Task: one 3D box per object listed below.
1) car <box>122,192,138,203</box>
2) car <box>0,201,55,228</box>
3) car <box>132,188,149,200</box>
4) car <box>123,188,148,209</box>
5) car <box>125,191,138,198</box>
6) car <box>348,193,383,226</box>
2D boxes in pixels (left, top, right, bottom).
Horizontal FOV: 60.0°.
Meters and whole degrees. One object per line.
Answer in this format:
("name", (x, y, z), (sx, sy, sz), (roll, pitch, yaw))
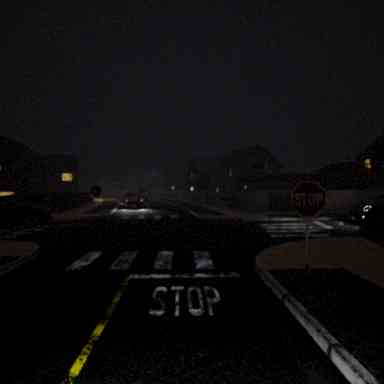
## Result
("car", (-9.532, 0.782, 50.984), (2.033, 1.411, 5.357), (-1, 1, -14))
("car", (-10.766, 1.291, 19.499), (5.008, 1.535, 1.882), (-2, 4, -9))
("car", (-9.608, 0.316, 61.505), (2.150, 2.045, 5.566), (-1, 1, -18))
("car", (-6.065, 0.785, 34.847), (2.097, 1.767, 4.553), (0, 1, -10))
("car", (-13.023, 0.431, 71.430), (1.994, 1.385, 4.181), (-1, 1, -21))
("car", (10.657, 0.743, 17.340), (4.553, 1.767, 2.097), (-1, 2, 2))
